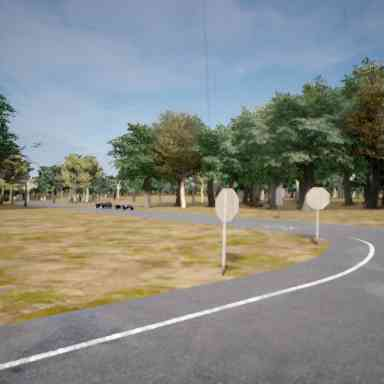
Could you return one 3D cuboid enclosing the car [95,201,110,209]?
[{"bbox_3d":[-16.034,2.286,60.105,1.882,1.535,5.008,2,-2,-35],"label":"car"}]

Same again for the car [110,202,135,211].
[{"bbox_3d":[-10.815,2.259,52.613,1.895,1.301,4.718,2,-2,-34],"label":"car"}]
